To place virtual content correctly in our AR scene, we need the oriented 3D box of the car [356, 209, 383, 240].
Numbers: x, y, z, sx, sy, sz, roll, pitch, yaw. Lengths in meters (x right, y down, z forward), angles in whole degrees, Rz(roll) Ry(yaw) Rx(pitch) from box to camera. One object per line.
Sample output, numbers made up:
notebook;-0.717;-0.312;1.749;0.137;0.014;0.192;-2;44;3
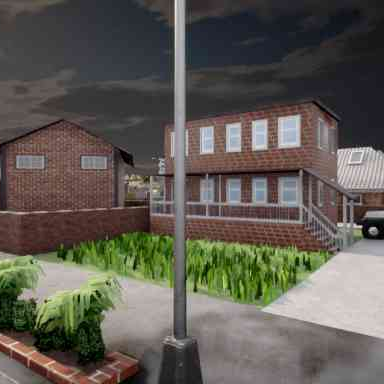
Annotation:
car;8.470;0.973;12.606;3.866;1.878;1.905;0;0;36
